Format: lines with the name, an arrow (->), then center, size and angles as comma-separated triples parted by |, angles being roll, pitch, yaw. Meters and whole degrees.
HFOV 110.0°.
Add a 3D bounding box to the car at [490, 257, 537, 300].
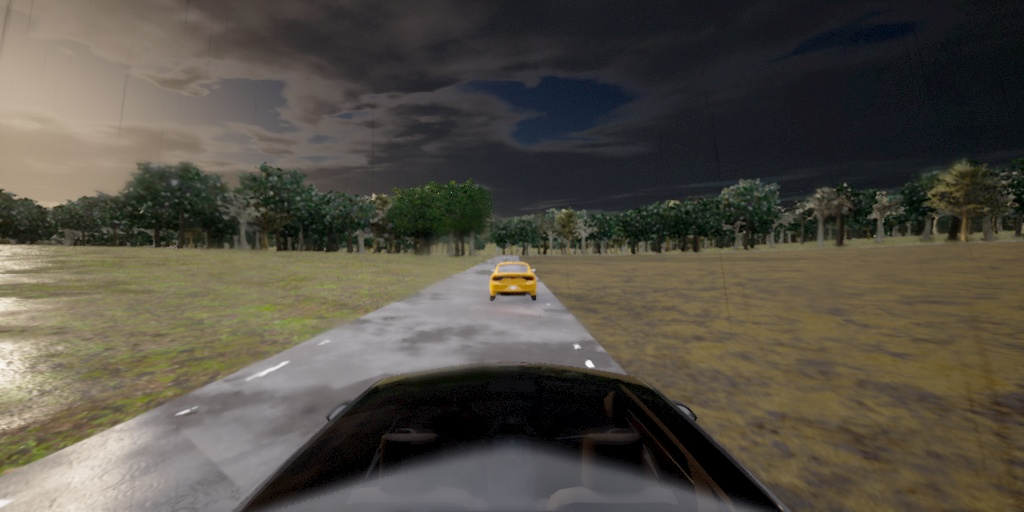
car -> 0.055, 0.987, 16.076 | 1.882, 1.535, 5.008 | 0, 1, 0
